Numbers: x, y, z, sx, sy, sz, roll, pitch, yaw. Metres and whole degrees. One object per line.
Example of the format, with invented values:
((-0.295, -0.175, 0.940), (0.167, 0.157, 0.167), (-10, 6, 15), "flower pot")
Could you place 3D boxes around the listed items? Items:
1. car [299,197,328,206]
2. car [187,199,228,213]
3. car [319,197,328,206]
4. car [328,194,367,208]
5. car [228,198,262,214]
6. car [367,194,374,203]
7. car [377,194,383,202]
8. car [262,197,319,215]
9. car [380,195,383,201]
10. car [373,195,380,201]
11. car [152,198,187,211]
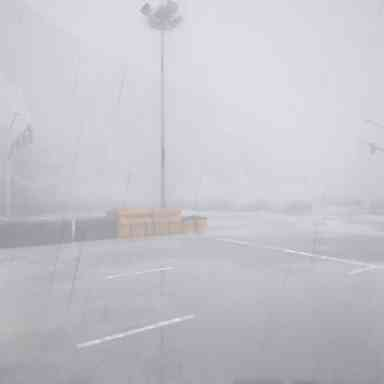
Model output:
((19.126, 1.423, 52.119), (4.718, 1.301, 1.895), (0, 0, -36), "car")
((2.487, 1.472, 35.908), (5.357, 1.411, 2.033), (0, 0, -36), "car")
((21.056, 1.327, 49.198), (4.892, 1.490, 1.837), (0, 0, -36), "car")
((21.062, 1.311, 44.902), (5.008, 1.535, 1.882), (0, 0, -36), "car")
((6.513, 1.406, 34.486), (4.902, 1.511, 2.128), (0, 0, -36), "car")
((32.026, 1.103, 61.251), (4.553, 1.767, 2.097), (0, 0, -35), "car")
((39.413, 1.238, 66.584), (4.902, 1.511, 2.128), (0, 0, -36), "car")
((9.653, 1.457, 32.430), (5.357, 1.411, 2.033), (0, 0, -36), "car")
((28.448, 1.282, 45.879), (5.008, 1.535, 1.882), (0, 0, -36), "car")
((34.632, 1.256, 58.820), (4.892, 1.490, 1.837), (0, 0, -35), "car")
((-2.137, 1.429, 36.902), (4.902, 1.511, 2.128), (0, 0, -36), "car")
